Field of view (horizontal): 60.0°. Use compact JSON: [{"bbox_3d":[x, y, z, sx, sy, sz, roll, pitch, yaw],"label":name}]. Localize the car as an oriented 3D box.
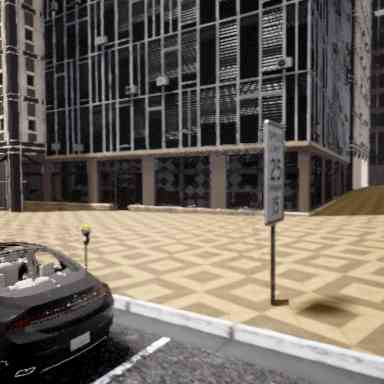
[{"bbox_3d":[-3.093,1.446,4.936,4.403,1.369,2.008,0,3,33],"label":"car"}]
